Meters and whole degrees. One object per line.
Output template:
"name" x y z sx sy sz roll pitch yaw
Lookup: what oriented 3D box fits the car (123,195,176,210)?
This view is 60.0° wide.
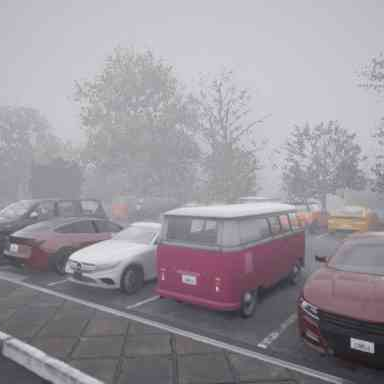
"car" -2.302 1.264 26.063 2.435 2.045 5.566 -1 0 36

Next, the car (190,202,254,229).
"car" 2.176 1.501 22.806 2.231 1.521 4.892 0 0 36

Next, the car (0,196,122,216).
"car" -5.636 1.250 12.286 2.435 2.045 5.566 0 0 36

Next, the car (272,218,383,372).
"car" 3.405 1.485 5.836 2.097 1.535 5.008 0 0 36

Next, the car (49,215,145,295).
"car" -1.107 1.533 9.073 2.002 1.452 4.674 0 0 36

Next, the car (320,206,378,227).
"car" 8.826 1.489 18.033 2.097 1.535 5.008 0 0 36

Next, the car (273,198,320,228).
"car" 6.662 1.367 19.554 2.185 1.767 4.553 0 0 36

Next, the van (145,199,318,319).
"van" 1.214 1.264 7.546 1.878 1.987 4.442 0 0 36

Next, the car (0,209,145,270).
"car" -3.346 1.527 10.713 2.163 1.488 4.792 0 0 36

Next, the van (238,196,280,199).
"van" 4.498 1.270 21.290 1.878 1.987 4.442 0 0 36

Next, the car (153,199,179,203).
"car" -0.176 1.503 24.275 1.946 1.575 5.366 0 0 36
